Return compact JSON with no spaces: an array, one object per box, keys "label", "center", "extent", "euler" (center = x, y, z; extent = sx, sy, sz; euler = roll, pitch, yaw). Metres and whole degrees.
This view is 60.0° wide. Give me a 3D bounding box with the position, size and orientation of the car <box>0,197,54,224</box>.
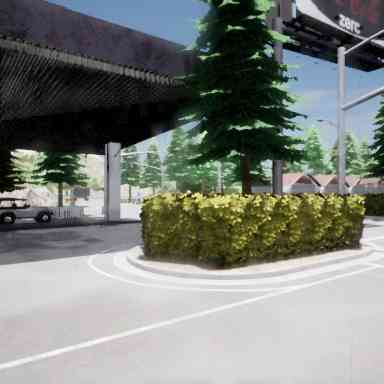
[{"label":"car","center":[-11.956,1.313,23.490],"extent":[3.866,1.878,1.905],"euler":[0,0,-36]}]
